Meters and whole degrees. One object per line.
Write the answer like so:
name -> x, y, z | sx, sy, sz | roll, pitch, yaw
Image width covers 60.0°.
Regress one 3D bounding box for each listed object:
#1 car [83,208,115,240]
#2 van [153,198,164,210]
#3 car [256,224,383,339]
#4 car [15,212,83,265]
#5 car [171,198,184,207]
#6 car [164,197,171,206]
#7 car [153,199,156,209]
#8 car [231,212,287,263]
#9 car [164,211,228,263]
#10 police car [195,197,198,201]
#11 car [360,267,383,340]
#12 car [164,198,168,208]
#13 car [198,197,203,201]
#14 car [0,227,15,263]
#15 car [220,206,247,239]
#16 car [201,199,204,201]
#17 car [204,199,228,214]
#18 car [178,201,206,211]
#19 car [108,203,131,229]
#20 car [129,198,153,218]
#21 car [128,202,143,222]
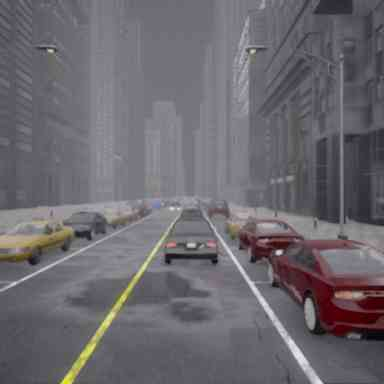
car -> -5.779, 1.750, 17.987 | 1.947, 1.339, 4.313 | 0, -1, 0
van -> -5.809, 1.883, 51.832 | 1.690, 1.788, 3.998 | 0, -1, 0
car -> 2.756, 1.614, 6.722 | 1.887, 1.381, 4.507 | 0, -1, 0
car -> -5.774, 1.649, 12.177 | 1.752, 1.417, 4.829 | 0, -1, 0
car -> -3.074, 2.283, 64.556 | 1.895, 1.301, 4.718 | 0, -1, 1
car -> -5.820, 1.981, 63.113 | 2.192, 1.841, 5.009 | 0, -1, 0
car -> -5.799, 1.943, 40.379 | 1.752, 1.417, 4.829 | 0, -1, 0
car -> 2.751, 1.671, 12.363 | 1.887, 1.381, 4.507 | 0, -1, 0
car -> -0.003, 1.676, 12.537 | 2.033, 1.411, 5.357 | 0, -1, 0
police car -> 2.296, 2.310, 82.540 | 1.930, 1.638, 5.238 | 0, -1, 0
car -> 2.761, 1.540, 1.252 | 1.752, 1.417, 4.829 | 0, -1, 0
car -> -5.814, 2.155, 57.470 | 2.008, 1.369, 4.403 | 0, -1, 0
car -> 2.701, 2.171, 68.765 | 1.967, 1.590, 4.097 | 0, -1, 0
car -> -5.769, 1.634, 6.706 | 1.947, 1.339, 4.313 | 0, -1, 0
car -> 2.746, 1.712, 18.173 | 1.752, 1.417, 4.829 | 0, -1, 0
car -> 2.716, 2.093, 51.844 | 2.008, 1.369, 4.403 | 0, -1, 0
car -> 2.730, 1.676, 34.926 | 2.192, 1.841, 5.009 | 0, -1, 0
car -> -0.005, 1.800, 28.504 | 1.837, 1.490, 4.892 | 0, 0, 0
car -> -5.784, 1.766, 23.458 | 1.752, 1.417, 4.829 | 0, -1, 0
car -> -5.795, 1.675, 34.911 | 2.192, 1.841, 5.009 | 0, -1, 0
car -> -5.789, 1.824, 29.099 | 1.752, 1.417, 4.829 | 0, -1, 0
